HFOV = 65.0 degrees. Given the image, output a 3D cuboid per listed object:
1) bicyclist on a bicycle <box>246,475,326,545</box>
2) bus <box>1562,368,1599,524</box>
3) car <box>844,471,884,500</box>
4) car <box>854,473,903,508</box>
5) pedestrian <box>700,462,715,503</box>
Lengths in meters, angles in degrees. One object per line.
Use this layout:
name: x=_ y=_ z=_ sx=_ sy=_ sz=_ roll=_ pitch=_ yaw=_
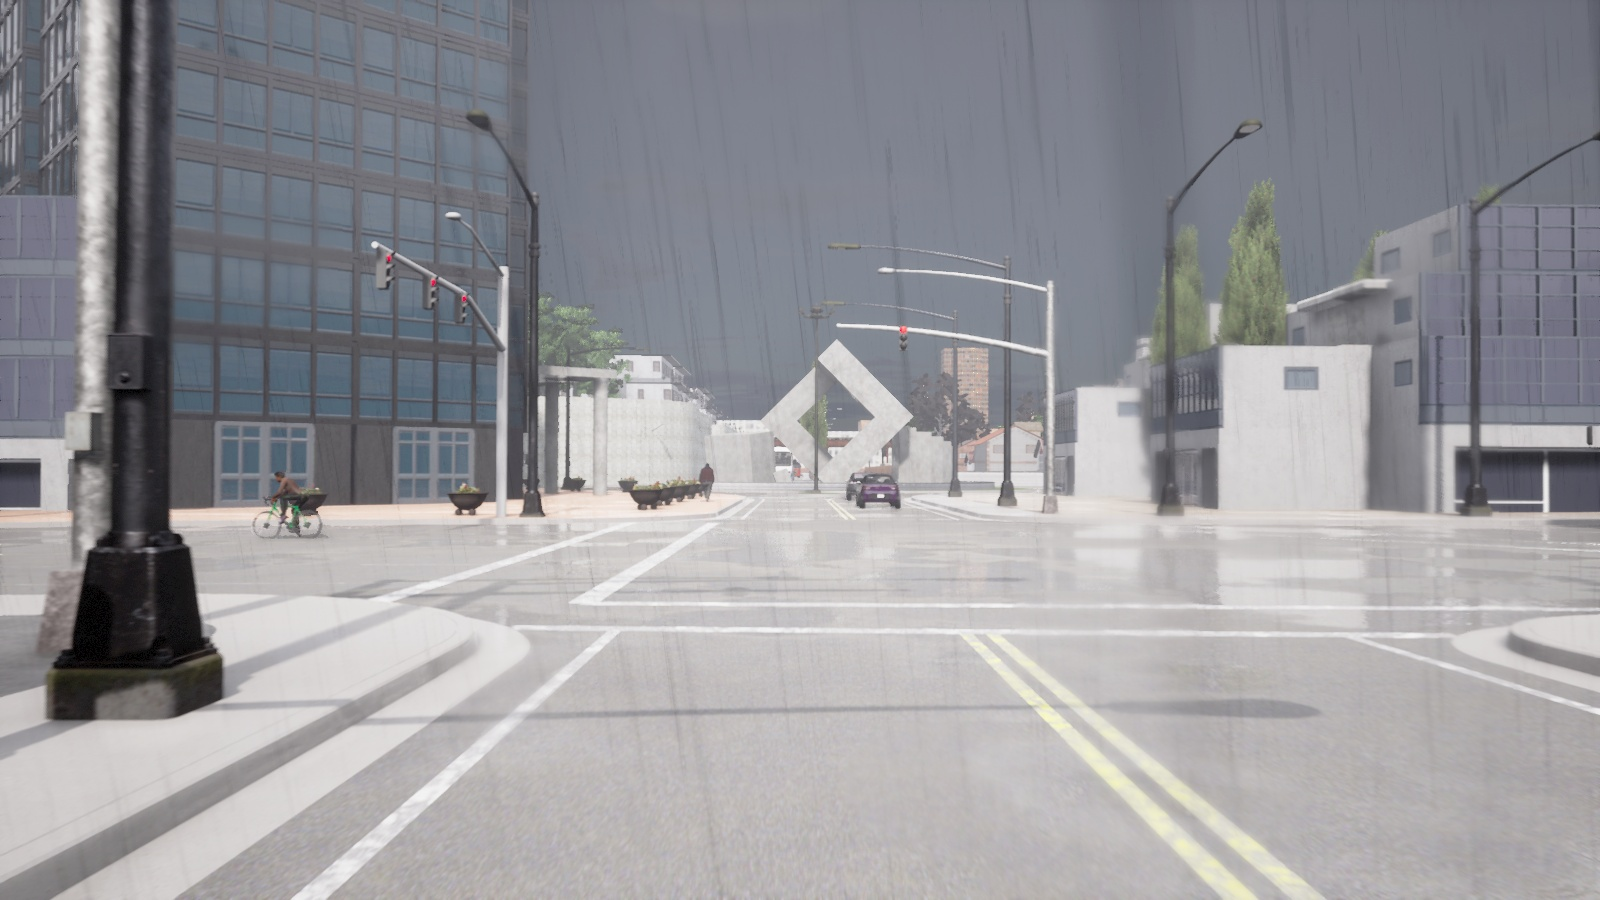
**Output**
bicyclist on a bicycle: x=-12.235 y=1.423 z=29.911 sx=1.656 sy=1.620 sz=0.582 roll=-1 pitch=-1 yaw=-1
bus: x=26.873 y=-0.163 z=33.781 sx=10.273 sy=4.253 sz=3.944 roll=-1 pitch=-1 yaw=0
car: x=3.462 y=1.906 z=68.544 sx=2.128 sy=1.511 sz=4.902 roll=0 pitch=-1 yaw=2
car: x=3.368 y=1.729 z=54.513 sx=1.816 sy=1.474 sz=4.193 roll=0 pitch=-1 yaw=0
pedestrian: x=-4.193 y=1.453 z=57.089 sx=0.634 sy=1.844 sz=0.899 roll=0 pitch=-1 yaw=-1
